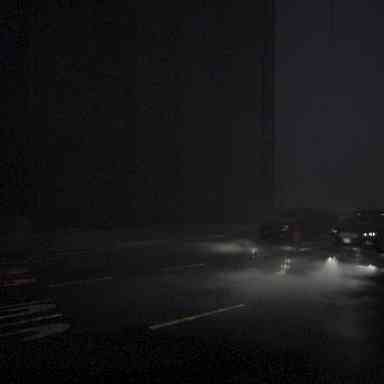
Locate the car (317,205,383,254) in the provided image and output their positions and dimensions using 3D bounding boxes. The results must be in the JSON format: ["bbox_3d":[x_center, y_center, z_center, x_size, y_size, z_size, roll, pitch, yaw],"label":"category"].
[{"bbox_3d":[7.537,1.492,13.569,4.902,1.511,2.128,0,0,-38],"label":"car"}]

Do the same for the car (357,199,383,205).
[{"bbox_3d":[13.218,1.526,24.631,1.812,1.442,4.674,0,0,29],"label":"car"}]

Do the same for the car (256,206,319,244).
[{"bbox_3d":[5.230,1.478,16.168,5.008,1.535,1.882,-1,0,-39],"label":"car"}]
